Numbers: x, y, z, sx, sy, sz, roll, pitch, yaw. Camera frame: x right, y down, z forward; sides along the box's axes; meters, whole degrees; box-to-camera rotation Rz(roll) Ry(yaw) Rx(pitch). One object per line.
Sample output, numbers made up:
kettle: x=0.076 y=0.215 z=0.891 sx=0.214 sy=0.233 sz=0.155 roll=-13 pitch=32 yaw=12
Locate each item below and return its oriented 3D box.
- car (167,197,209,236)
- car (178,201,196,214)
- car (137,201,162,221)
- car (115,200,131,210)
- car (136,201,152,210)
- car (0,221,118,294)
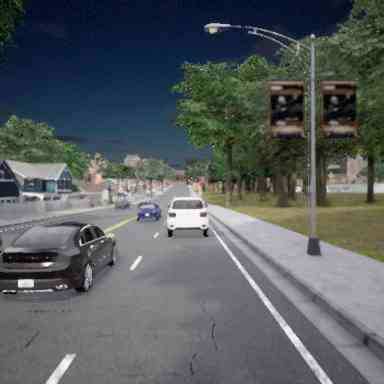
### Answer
car: x=-0.246 y=1.306 z=19.173 sx=2.150 sy=2.045 sz=5.566 roll=0 pitch=0 yaw=-1
car: x=-0.662 y=1.811 z=41.198 sx=2.033 sy=1.411 sz=5.357 roll=0 pitch=-1 yaw=-1
car: x=-3.682 y=1.704 z=29.286 sx=1.812 sy=1.442 sz=4.674 roll=0 pitch=0 yaw=-1
car: x=-10.720 y=2.013 z=51.981 sx=1.837 sy=1.490 sz=4.892 roll=0 pitch=-1 yaw=-1
car: x=-7.469 y=2.107 z=52.012 sx=1.895 sy=1.301 sz=4.718 roll=0 pitch=-1 yaw=-1
car: x=-3.290 y=1.550 z=8.925 sx=1.837 sy=1.490 sz=4.892 roll=0 pitch=0 yaw=-1
